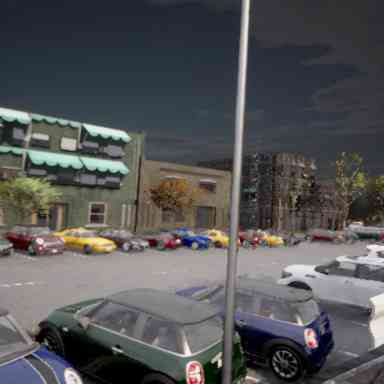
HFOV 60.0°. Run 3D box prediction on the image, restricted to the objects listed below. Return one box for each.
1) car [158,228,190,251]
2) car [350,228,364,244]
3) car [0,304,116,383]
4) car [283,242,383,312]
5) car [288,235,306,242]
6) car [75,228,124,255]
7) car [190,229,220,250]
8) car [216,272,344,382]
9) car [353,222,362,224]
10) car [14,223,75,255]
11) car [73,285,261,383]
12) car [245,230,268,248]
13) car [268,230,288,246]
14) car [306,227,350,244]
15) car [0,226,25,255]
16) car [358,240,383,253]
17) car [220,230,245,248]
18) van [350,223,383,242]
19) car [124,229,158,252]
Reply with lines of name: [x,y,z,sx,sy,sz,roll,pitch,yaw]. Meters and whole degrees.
car: [-2.967,3.757,26.678,4.792,1.488,2.163,1,-3,34]
car: [18.630,5.632,42.181,4.892,1.521,2.231,1,-3,34]
car: [-3.708,2.666,5.275,4.553,1.767,2.185,3,-2,34]
car: [6.088,3.404,12.314,5.566,2.045,2.435,3,-2,34]
car: [9.066,4.815,35.273,4.792,1.488,2.163,1,-4,34]
car: [-7.575,3.305,23.125,5.366,1.575,1.946,1,-4,34]
car: [-0.548,3.939,28.384,5.008,1.535,2.097,1,-4,35]
car: [1.235,3.100,8.763,4.553,1.767,2.185,3,-2,34]
car: [37.065,7.802,74.758,2.435,2.045,5.566,2,-2,36]
car: [-10.146,2.968,21.525,4.553,1.767,2.185,1,-4,34]
car: [-1.212,2.884,6.995,4.553,1.767,2.185,3,-2,34]
car: [4.252,4.362,31.840,5.008,1.535,2.097,1,-3,34]
car: [6.488,4.568,33.657,5.366,1.575,1.946,1,-3,34]
car: [16.210,5.294,40.479,4.553,1.767,2.185,1,-4,34]
car: [-12.527,2.883,19.780,4.892,1.521,2.231,1,-4,34]
car: [11.032,3.839,15.803,5.566,2.045,2.435,3,-2,34]
car: [1.696,4.145,30.212,5.366,1.575,1.946,1,-3,34]
van: [23.328,5.825,45.699,4.442,1.987,1.878,1,-3,34]
car: [-5.341,3.517,24.943,4.892,1.521,2.231,1,-4,34]
